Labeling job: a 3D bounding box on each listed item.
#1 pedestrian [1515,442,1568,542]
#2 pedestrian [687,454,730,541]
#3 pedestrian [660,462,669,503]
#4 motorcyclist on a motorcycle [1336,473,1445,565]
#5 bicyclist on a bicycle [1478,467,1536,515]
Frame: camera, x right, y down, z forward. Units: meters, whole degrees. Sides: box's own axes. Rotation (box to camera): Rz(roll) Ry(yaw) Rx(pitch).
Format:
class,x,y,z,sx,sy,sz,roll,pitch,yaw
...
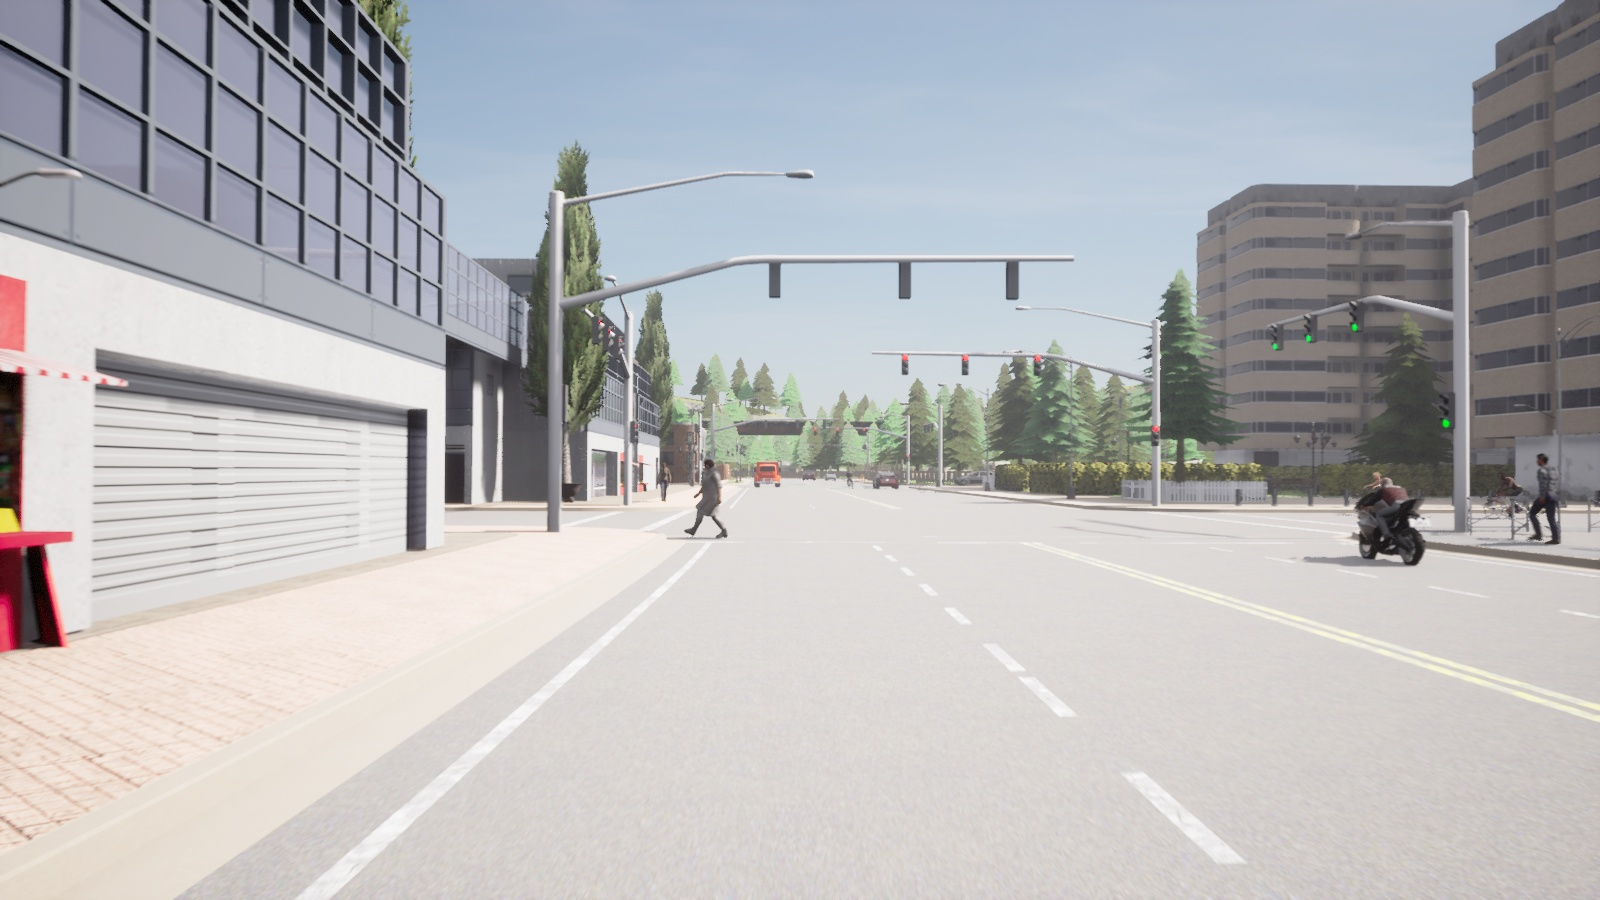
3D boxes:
class,x,y,z,sx,sy,sz,roll,pitch,yaw
pedestrian,14.739,0.832,24.965,0.423,1.949,0.788,0,-1,-25
pedestrian,-2.087,1.082,28.689,0.873,1.952,0.659,0,-1,-15
pedestrian,-6.004,1.428,55.607,0.328,1.805,0.869,0,-1,-2
motorcyclist on a motorcycle,10.401,1.180,22.226,0.866,1.530,2.191,0,-1,-1
bicyclist on a bicycle,24.302,1.393,43.175,1.656,1.620,0.582,0,-1,-2
